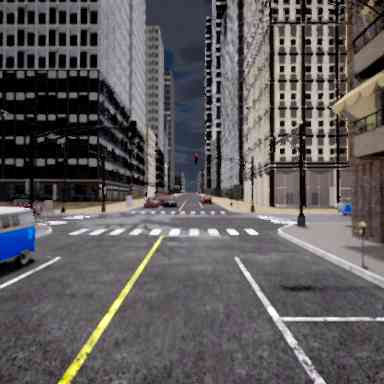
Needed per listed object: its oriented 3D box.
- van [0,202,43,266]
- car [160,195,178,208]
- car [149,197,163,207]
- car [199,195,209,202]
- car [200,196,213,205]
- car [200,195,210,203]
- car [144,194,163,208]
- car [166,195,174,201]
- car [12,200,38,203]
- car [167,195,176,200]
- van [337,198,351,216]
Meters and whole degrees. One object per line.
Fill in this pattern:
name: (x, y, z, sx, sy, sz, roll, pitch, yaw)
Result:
van: (-5.808, 1.333, 8.985, 1.690, 1.788, 3.998, 1, 0, 0)
car: (-2.996, 1.535, 46.454, 1.994, 1.385, 4.181, 0, 1, 0)
car: (-5.673, 1.531, 52.627, 1.802, 1.307, 4.206, 1, 0, 0)
car: (2.709, 1.492, 74.996, 1.947, 1.339, 4.313, 1, 0, 0)
car: (2.707, 1.524, 58.263, 1.802, 1.307, 4.206, 1, 0, 0)
car: (2.710, 1.457, 69.589, 1.752, 1.417, 4.829, 1, 0, 0)
car: (-5.670, 1.394, 47.051, 1.967, 1.590, 4.097, 1, 0, 0)
car: (-5.670, 1.461, 86.077, 1.887, 1.381, 4.507, 1, 0, 0)
car: (-16.489, 1.468, 31.632, 4.097, 1.590, 1.967, 0, -1, 0)
car: (-5.669, 1.462, 91.653, 2.008, 1.369, 4.403, 1, 0, 0)
van: (15.986, 1.420, 31.558, 3.998, 1.788, 1.690, 0, -1, 0)
